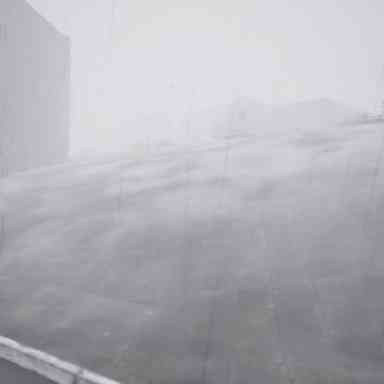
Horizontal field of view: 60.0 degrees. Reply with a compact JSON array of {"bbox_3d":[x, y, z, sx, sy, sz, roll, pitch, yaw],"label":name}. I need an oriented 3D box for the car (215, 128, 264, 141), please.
[{"bbox_3d":[4.763,-4.970,30.334,2.185,1.767,4.553,0,2,-42],"label":"car"}]

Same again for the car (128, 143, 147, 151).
[{"bbox_3d":[-6.323,-5.527,42.798,2.185,1.767,4.553,0,2,-42],"label":"car"}]

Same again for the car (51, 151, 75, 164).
[{"bbox_3d":[-24.620,-6.492,63.367,2.435,2.045,5.566,0,1,-42],"label":"car"}]

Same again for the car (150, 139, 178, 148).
[{"bbox_3d":[-2.656,-5.345,38.676,2.185,1.767,4.553,0,2,-42],"label":"car"}]

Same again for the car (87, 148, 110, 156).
[{"bbox_3d":[-13.645,-5.751,51.028,2.231,1.521,4.892,0,2,-42],"label":"car"}]

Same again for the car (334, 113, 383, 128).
[{"bbox_3d":[12.028,-4.473,22.167,2.231,1.521,4.892,0,2,-42],"label":"car"}]

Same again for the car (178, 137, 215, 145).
[{"bbox_3d":[1.110,-4.989,34.440,2.002,1.452,4.674,0,2,-42],"label":"car"}]

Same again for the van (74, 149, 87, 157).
[{"bbox_3d":[-17.226,-6.143,55.054,1.878,1.987,4.442,0,2,-42],"label":"van"}]

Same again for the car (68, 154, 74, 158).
[{"bbox_3d":[-20.980,-6.044,59.274,2.002,1.452,4.674,0,1,-42],"label":"car"}]
